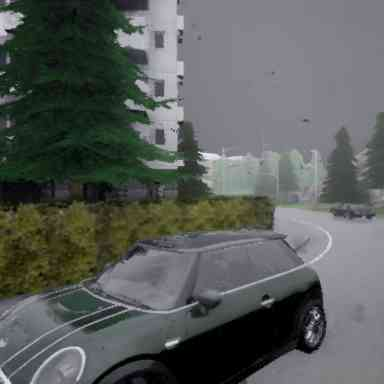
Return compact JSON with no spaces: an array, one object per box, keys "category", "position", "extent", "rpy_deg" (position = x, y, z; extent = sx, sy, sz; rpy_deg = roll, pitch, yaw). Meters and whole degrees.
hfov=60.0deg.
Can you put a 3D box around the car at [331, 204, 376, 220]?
[{"category":"car","position":[13.840,1.691,28.921],"extent":[1.895,1.301,4.718],"rpy_deg":[0,0,0]}]

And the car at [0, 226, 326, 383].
[{"category":"car","position":[-0.162,1.380,4.333],"extent":[4.553,1.767,2.097],"rpy_deg":[0,-1,-43]}]
